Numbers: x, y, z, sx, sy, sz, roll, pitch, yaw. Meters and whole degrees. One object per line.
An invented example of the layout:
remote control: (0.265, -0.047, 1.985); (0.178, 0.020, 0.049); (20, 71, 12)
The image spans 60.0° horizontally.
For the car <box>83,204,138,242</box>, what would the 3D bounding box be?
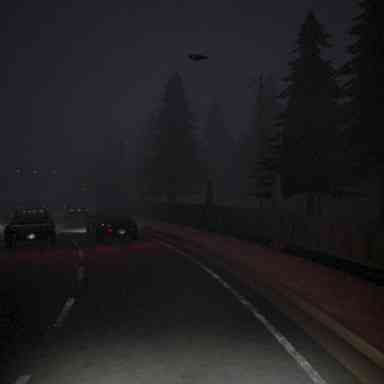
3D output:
car: (-3.992, 1.531, 16.348); (1.812, 1.442, 4.674); (0, 0, -25)

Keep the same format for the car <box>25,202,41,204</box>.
car: (-13.581, 1.561, 28.401); (2.033, 1.411, 5.357); (0, 0, -25)

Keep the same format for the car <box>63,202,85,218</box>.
car: (-10.419, 1.561, 29.901); (2.033, 1.411, 5.357); (0, 0, -25)

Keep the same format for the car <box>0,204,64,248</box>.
car: (-7.154, 1.493, 14.848); (2.128, 1.511, 4.902); (0, 0, -25)
